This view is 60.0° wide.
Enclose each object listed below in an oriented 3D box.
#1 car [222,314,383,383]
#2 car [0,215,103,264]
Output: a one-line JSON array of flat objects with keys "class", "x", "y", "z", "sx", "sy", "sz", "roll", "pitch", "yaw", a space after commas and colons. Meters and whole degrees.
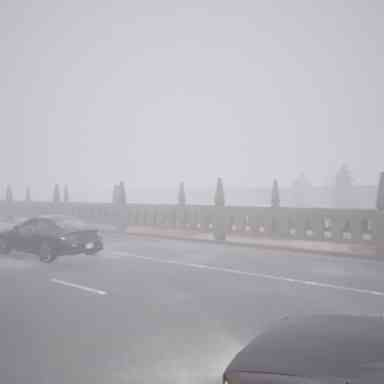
[{"class": "car", "x": 2.785, "y": 1.545, "z": 2.016, "sx": 5.357, "sy": 1.411, "sz": 2.033, "roll": 0, "pitch": 0, "yaw": 36}, {"class": "car", "x": -5.151, "y": 1.550, "z": 11.971, "sx": 4.674, "sy": 1.442, "sz": 1.812, "roll": 0, "pitch": 0, "yaw": 36}]
